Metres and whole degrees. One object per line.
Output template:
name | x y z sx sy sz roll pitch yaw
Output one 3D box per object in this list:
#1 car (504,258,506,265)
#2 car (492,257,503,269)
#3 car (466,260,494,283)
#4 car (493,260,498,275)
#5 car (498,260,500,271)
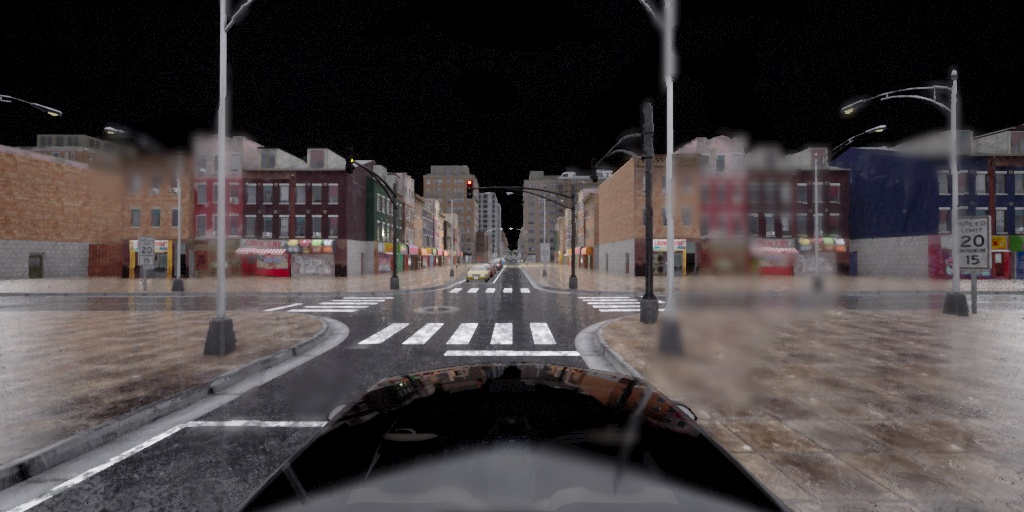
car | -2.637 1.154 62.476 2.192 1.841 5.009 0 0 0
car | -2.636 1.250 51.265 1.967 1.591 4.097 0 0 0
car | -2.636 1.292 28.675 1.751 1.417 4.829 0 0 0
car | -2.636 1.320 34.450 1.888 1.381 4.507 0 0 0
car | -2.636 1.367 40.055 1.802 1.307 4.207 0 0 0
